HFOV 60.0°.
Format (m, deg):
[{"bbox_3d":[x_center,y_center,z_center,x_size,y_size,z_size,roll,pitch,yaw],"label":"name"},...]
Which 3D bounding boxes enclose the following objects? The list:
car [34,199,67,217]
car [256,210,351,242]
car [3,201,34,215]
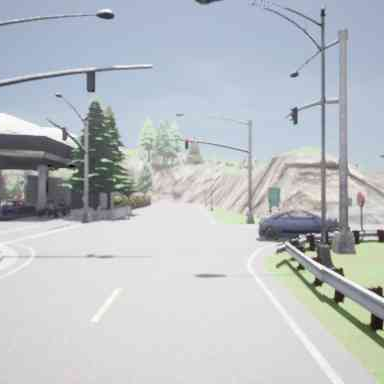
[{"bbox_3d":[-14.524,1.636,34.926,1.905,1.878,3.866,0,-1,-1],"label":"car"},{"bbox_3d":[5.130,1.527,15.577,4.181,1.385,1.994,-2,-1,12],"label":"car"},{"bbox_3d":[-20.231,1.842,39.203,2.242,1.667,4.611,0,-1,-1],"label":"car"}]
